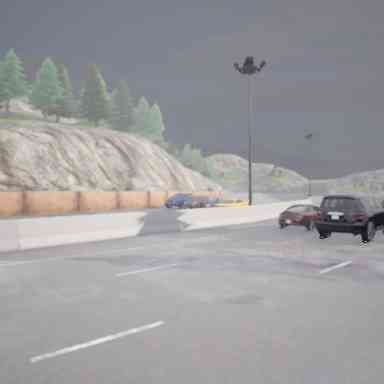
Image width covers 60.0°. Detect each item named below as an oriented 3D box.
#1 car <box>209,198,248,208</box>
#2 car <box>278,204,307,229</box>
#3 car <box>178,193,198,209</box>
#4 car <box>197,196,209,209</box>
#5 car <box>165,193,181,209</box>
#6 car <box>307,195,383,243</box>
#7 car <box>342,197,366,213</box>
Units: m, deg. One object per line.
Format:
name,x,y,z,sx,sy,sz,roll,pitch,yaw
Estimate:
car,4.039,1.404,33.900,1.882,1.535,5.008,0,0,34
car,6.875,1.448,20.170,1.812,1.442,4.674,0,0,41
car,0.709,1.294,41.628,2.097,1.767,4.553,0,0,30
car,3.061,1.420,38.757,2.128,1.511,4.902,0,0,31
car,-1.441,1.181,44.796,2.150,2.045,5.566,0,0,29
car,7.925,1.141,16.041,2.150,2.045,5.566,0,0,44
car,17.481,1.310,35.816,2.128,1.511,4.902,0,0,28
